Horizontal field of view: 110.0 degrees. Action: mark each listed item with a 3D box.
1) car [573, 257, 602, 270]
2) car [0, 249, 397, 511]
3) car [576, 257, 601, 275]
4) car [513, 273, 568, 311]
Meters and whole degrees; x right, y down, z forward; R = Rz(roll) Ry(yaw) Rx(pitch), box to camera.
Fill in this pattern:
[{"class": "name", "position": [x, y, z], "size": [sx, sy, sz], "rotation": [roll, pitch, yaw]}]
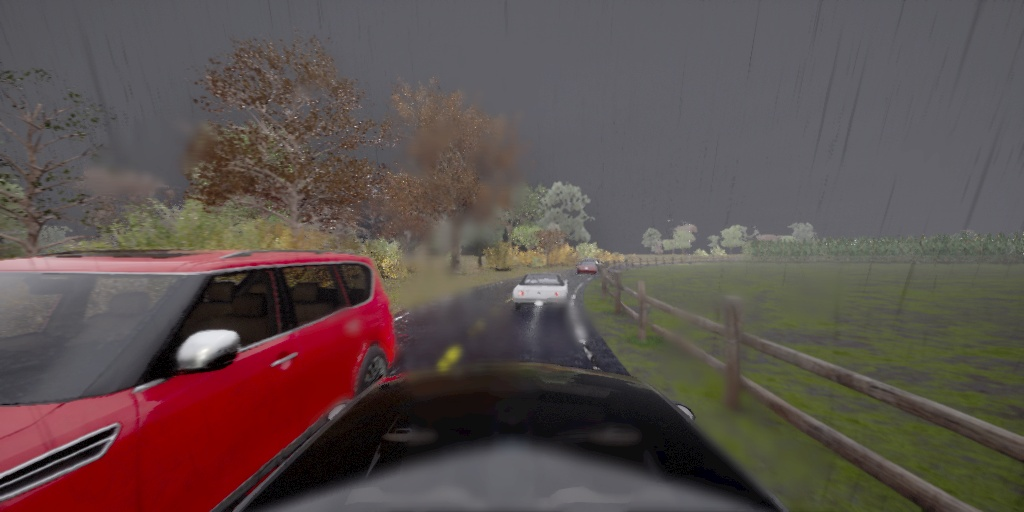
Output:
[{"class": "car", "position": [9.692, 0.894, 45.637], "size": [2.128, 1.511, 4.902], "rotation": [0, 1, 32]}, {"class": "car", "position": [-2.700, 0.955, 2.756], "size": [2.150, 2.045, 5.566], "rotation": [0, 0, 1]}, {"class": "car", "position": [7.859, 1.091, 35.809], "size": [1.994, 1.385, 4.181], "rotation": [0, 1, 24]}, {"class": "car", "position": [1.293, 1.311, 14.422], "size": [1.895, 1.301, 4.718], "rotation": [0, 0, 9]}]
